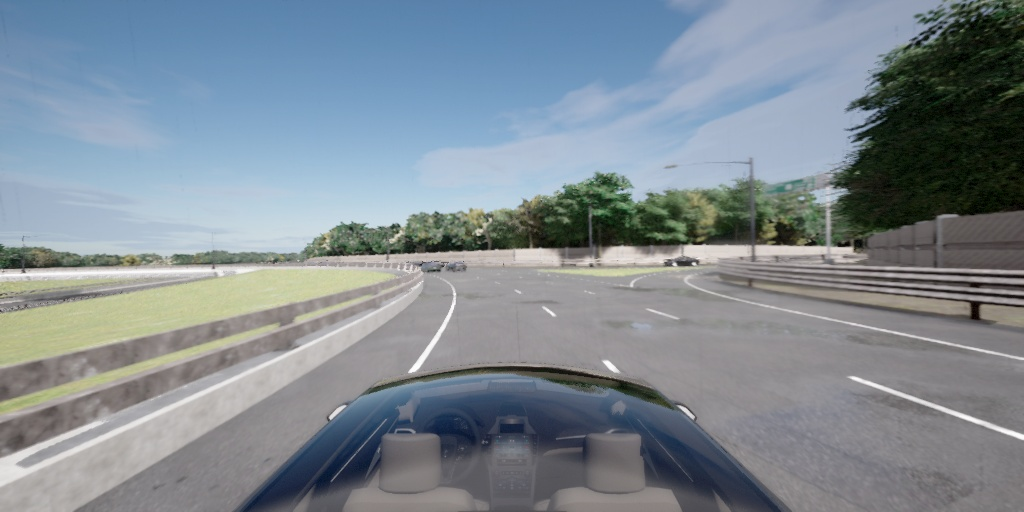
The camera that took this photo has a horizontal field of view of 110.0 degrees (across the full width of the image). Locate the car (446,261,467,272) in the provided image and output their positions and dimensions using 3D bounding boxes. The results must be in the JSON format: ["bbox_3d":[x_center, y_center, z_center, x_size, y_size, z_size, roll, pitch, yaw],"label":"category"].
[{"bbox_3d":[-7.861,1.430,50.579,2.128,1.511,4.902,-1,0,-27],"label":"car"}]

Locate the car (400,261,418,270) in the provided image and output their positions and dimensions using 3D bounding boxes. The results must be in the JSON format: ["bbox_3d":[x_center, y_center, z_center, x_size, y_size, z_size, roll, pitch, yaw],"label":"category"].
[{"bbox_3d":[-17.861,1.752,60.563,1.895,1.301,4.718,-1,0,-35],"label":"car"}]

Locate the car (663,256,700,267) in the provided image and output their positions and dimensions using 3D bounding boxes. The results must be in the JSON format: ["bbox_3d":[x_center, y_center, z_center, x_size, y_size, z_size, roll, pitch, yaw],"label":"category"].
[{"bbox_3d":[24.284,0.804,51.427,4.892,1.490,1.837,-1,0,-3],"label":"car"}]

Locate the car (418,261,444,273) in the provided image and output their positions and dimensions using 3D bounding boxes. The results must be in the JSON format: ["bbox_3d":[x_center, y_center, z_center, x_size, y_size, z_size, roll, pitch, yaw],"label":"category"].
[{"bbox_3d":[-11.127,1.569,49.283,1.994,1.385,4.181,-1,0,-27],"label":"car"}]
